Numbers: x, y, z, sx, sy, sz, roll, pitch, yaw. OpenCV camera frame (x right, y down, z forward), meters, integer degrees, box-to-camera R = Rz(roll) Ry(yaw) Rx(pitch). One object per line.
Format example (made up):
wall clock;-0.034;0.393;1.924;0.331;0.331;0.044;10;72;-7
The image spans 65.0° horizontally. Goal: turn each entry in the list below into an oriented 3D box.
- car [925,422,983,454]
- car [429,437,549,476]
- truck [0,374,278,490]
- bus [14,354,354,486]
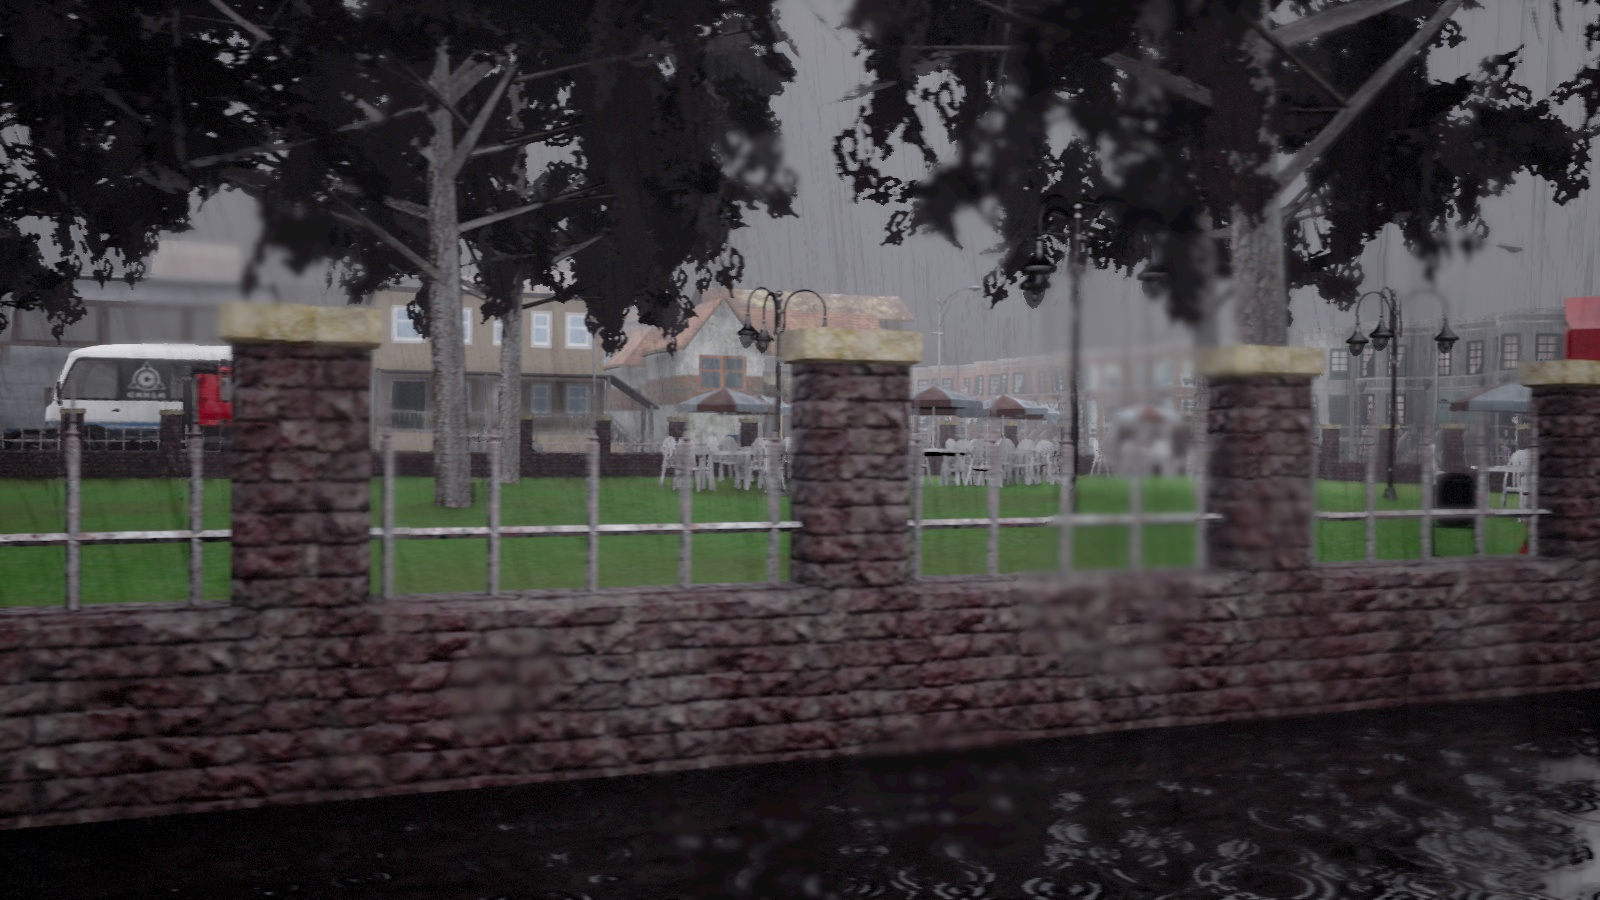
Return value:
car;9.321;-0.748;76.341;1.905;1.878;3.866;-1;1;-21
car;-11.833;0.214;47.696;4.181;1.385;1.994;-1;1;-21
truck;-20.966;-0.607;39.933;7.936;3.462;2.891;-1;1;-21
bus;-21.174;-1.068;44.139;10.273;4.253;3.944;-1;1;-20
